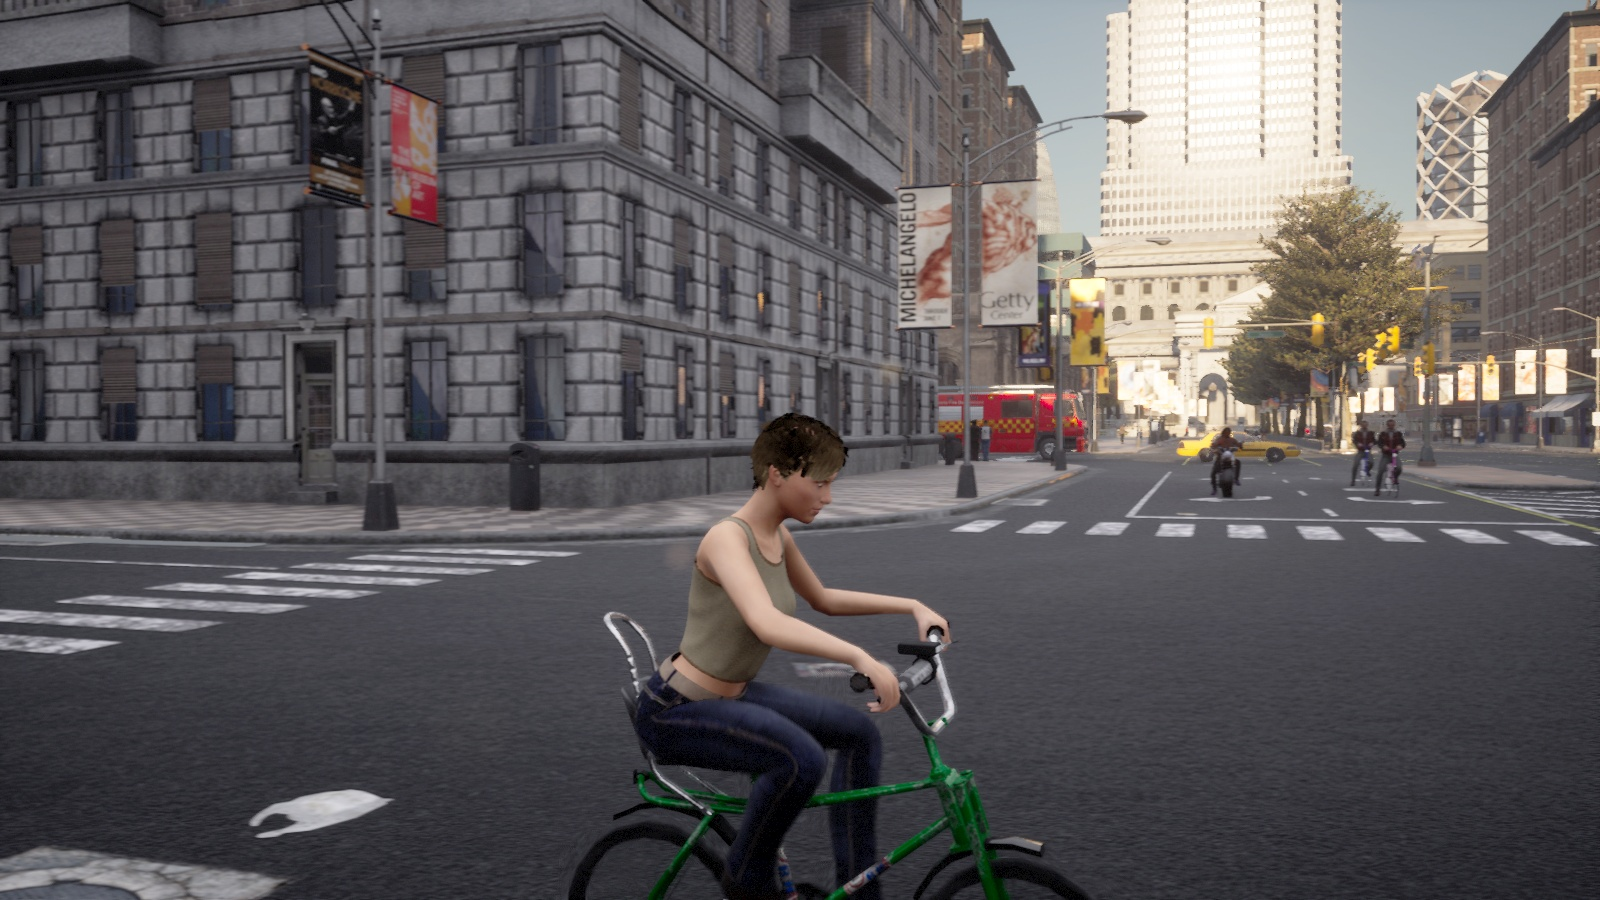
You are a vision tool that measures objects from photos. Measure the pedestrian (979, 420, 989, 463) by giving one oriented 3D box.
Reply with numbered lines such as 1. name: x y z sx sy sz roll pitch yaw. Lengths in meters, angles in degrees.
1. pedestrian: 7.981 -0.359 54.490 0.354 1.836 0.706 0 1 16

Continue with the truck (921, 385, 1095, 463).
1. truck: 10.671 -1.330 64.436 8.468 3.827 2.891 1 1 18

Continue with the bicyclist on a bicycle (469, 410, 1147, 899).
1. bicyclist on a bicycle: 0.062 0.712 3.177 1.509 1.612 0.866 1 1 19

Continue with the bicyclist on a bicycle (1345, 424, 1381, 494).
1. bicyclist on a bicycle: 14.795 0.224 33.045 0.659 1.776 1.843 1 1 18

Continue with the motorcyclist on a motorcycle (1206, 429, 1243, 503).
1. motorcyclist on a motorcycle: 9.896 0.344 29.331 0.766 1.649 2.350 1 1 18

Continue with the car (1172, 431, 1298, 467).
1. car: 19.963 -0.085 57.795 5.366 1.575 1.801 1 1 18

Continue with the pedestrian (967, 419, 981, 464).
1. pedestrian: 7.623 -0.369 55.018 0.395 1.930 0.692 1 1 23

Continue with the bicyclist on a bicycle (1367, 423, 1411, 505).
1. bicyclist on a bicycle: 13.207 0.295 28.192 0.659 1.776 1.843 1 1 18
